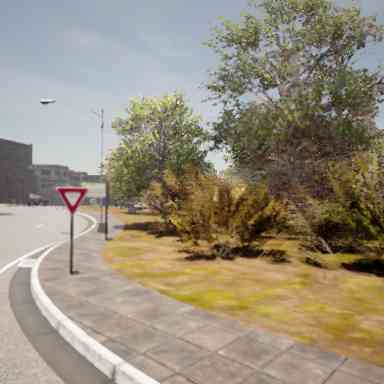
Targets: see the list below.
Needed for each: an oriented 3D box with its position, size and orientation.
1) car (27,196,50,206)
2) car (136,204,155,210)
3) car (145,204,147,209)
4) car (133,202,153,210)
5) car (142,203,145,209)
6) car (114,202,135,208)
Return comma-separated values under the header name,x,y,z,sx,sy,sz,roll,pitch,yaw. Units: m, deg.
name,x,y,z,sx,sy,sz,roll,pitch,yaw
car,-22.945,1.366,49.847,1.837,1.490,4.892,0,-2,-3
car,-12.321,3.975,88.078,4.674,1.452,2.002,1,-3,4
car,-13.241,3.102,74.361,4.892,1.521,2.231,1,-4,4
car,-12.532,3.652,85.339,4.553,1.767,2.185,1,-3,4
car,-13.439,2.925,71.621,5.008,1.535,2.097,1,-4,4
car,-13.626,2.747,68.878,4.892,1.521,2.231,1,-4,4
